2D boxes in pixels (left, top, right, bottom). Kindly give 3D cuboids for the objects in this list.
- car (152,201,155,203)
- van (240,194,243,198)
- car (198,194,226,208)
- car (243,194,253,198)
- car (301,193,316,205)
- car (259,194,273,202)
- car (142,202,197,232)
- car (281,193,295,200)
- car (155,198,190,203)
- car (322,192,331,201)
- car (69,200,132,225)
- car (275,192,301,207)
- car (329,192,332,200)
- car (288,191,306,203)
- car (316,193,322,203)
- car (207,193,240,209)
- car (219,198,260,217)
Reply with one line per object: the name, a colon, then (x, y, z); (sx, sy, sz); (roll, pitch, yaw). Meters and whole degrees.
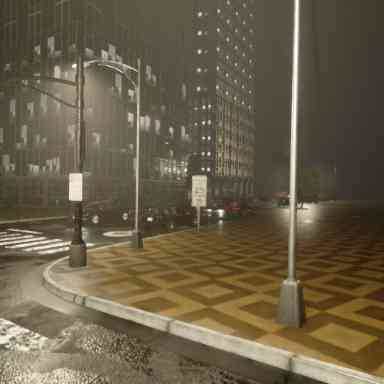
car: (-2.953, 1.308, 34.106); (1.947, 1.339, 4.313); (2, 1, 30)
van: (5.565, 0.984, 48.776); (1.690, 1.788, 3.998); (2, 1, 30)
car: (2.725, 1.116, 43.887); (1.967, 1.590, 4.097); (2, 1, 30)
car: (8.401, 1.050, 53.669); (1.967, 1.590, 4.097); (2, 1, 30)
car: (18.646, 1.273, 54.635); (1.752, 1.417, 4.829); (2, 1, 30)
car: (14.075, 1.089, 63.453); (1.887, 1.381, 4.507); (2, 1, 30)
car: (-1.292, 1.545, 20.275); (1.947, 1.339, 4.313); (2, 1, 30)
car: (22.589, 0.996, 78.127); (2.008, 1.369, 4.403); (2, 1, 30)
car: (-1.290, 1.366, 31.834); (1.994, 1.385, 4.181); (1, 1, 30)
car: (27.068, 1.231, 69.152); (1.802, 1.307, 4.206); (2, 1, 30)
car: (-6.276, 1.364, 23.231); (1.837, 1.490, 4.892); (1, 1, 30)
car: (12.890, 1.254, 44.711); (1.967, 1.590, 4.097); (2, 1, 30)
car: (29.909, 0.932, 74.035); (2.192, 1.841, 5.009); (2, 1, 30)
car: (19.359, 0.882, 60.987); (2.150, 2.045, 5.566); (1, 1, 28)
car: (21.398, 1.155, 59.374); (1.967, 1.590, 4.097); (2, 1, 30)
car: (3.802, 1.269, 40.589); (1.812, 1.442, 4.674); (1, 1, 31)
car: (4.380, 1.495, 30.050); (1.802, 1.307, 4.206); (2, 1, 30)
